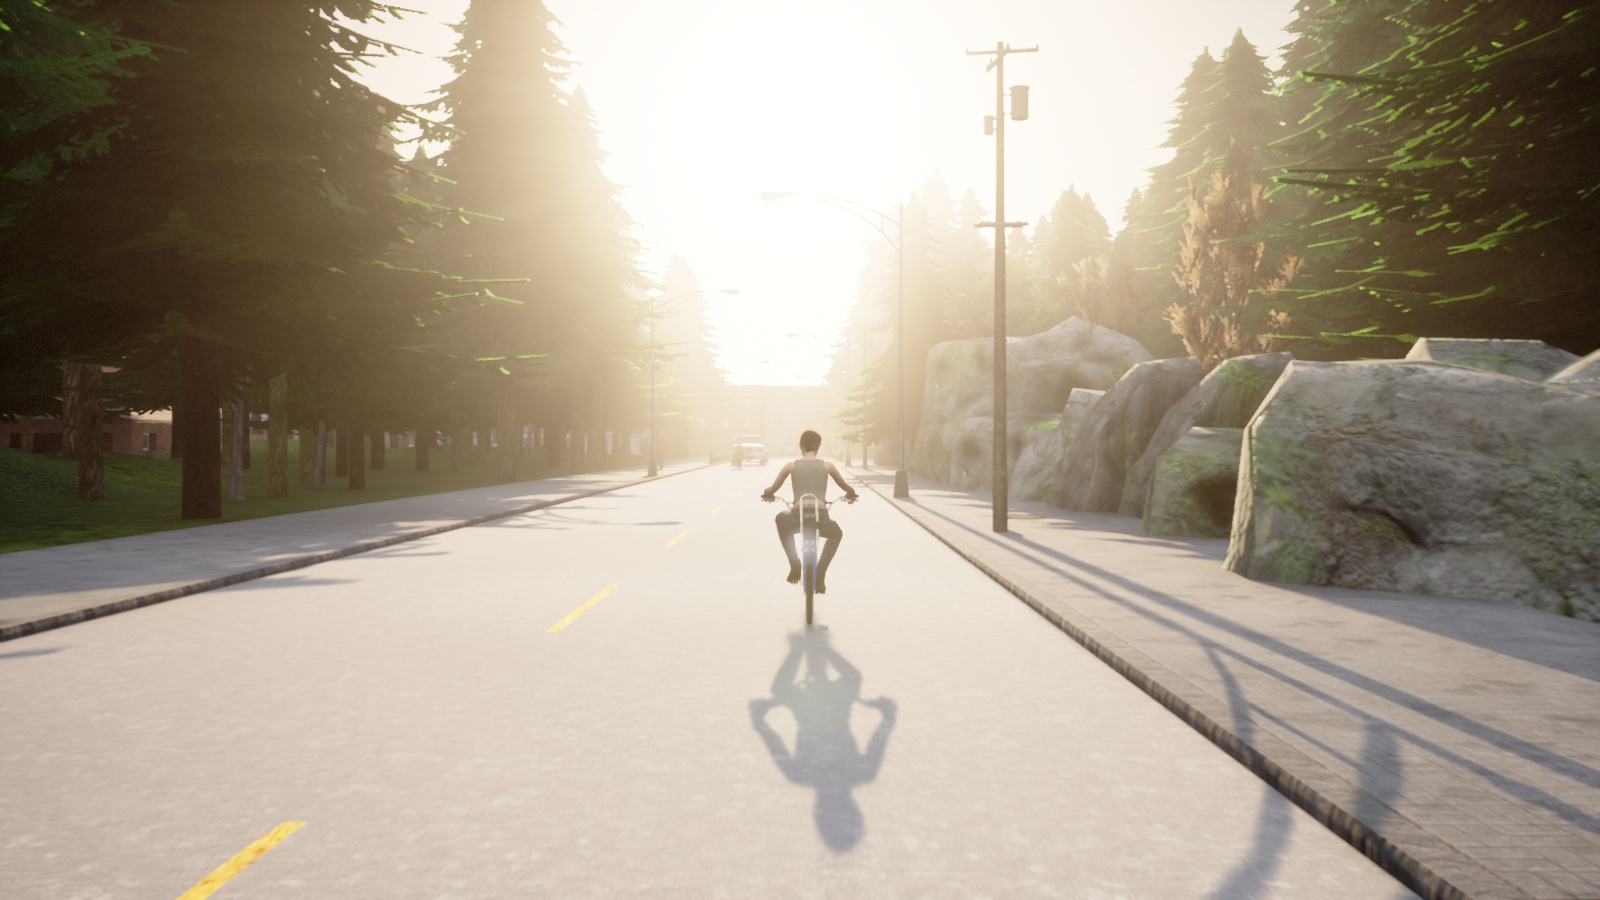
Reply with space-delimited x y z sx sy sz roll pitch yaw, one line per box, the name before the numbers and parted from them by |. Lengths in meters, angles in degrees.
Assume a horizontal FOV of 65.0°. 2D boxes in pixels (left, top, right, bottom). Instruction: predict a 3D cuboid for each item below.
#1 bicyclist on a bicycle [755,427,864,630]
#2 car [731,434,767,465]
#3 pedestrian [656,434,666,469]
bicyclist on a bicycle | 0.082 0.620 10.723 0.866 1.612 1.509 0 0 1
car | -3.415 -0.034 84.579 2.150 2.045 5.566 0 0 0
pedestrian | -7.361 0.059 66.569 0.354 1.836 0.706 0 0 10
